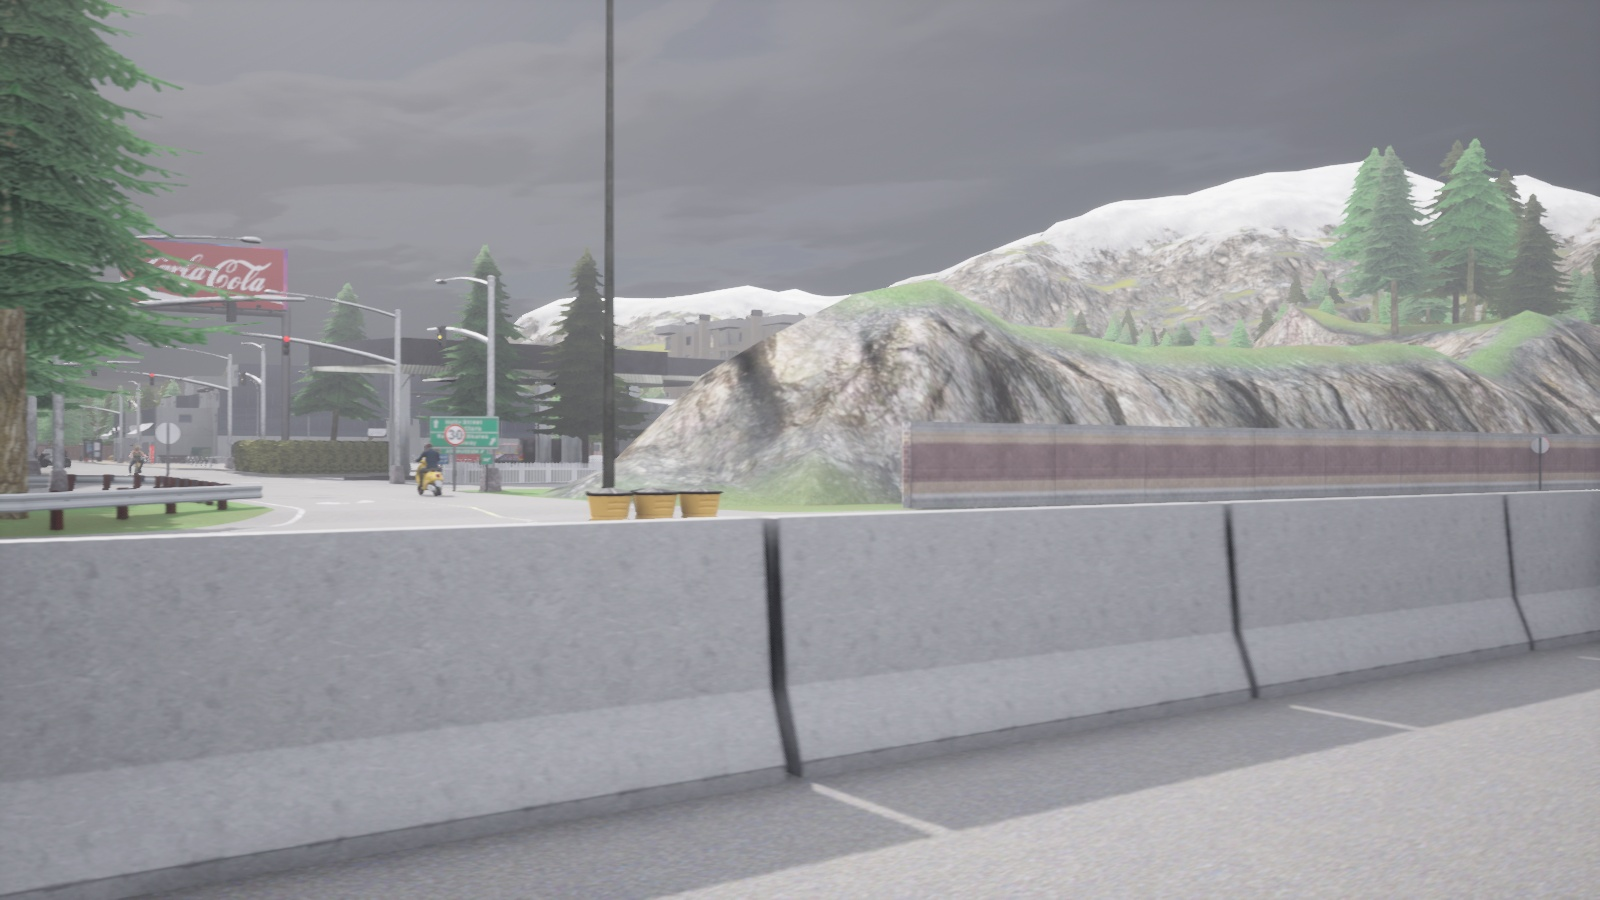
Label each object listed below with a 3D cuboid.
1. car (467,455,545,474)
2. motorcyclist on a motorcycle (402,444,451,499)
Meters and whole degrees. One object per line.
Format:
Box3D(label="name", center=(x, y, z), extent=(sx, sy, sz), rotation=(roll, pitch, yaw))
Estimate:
Box3D(label="car", center=(-22.436, 1.070, 95.912), extent=(5.357, 1.411, 2.033), rotation=(0, 0, -35))
Box3D(label="motorcyclist on a motorcycle", center=(-11.084, 0.617, 37.248), extent=(0.866, 1.590, 1.817), rotation=(0, 0, -36))
